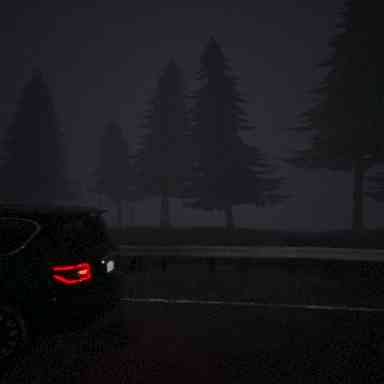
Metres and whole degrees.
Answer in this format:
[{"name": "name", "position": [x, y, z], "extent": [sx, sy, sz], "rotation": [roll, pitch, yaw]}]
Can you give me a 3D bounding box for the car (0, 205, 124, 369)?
[{"name": "car", "position": [-3.927, 1.243, 5.388], "extent": [5.566, 2.045, 2.150], "rotation": [0, 0, 5]}]
